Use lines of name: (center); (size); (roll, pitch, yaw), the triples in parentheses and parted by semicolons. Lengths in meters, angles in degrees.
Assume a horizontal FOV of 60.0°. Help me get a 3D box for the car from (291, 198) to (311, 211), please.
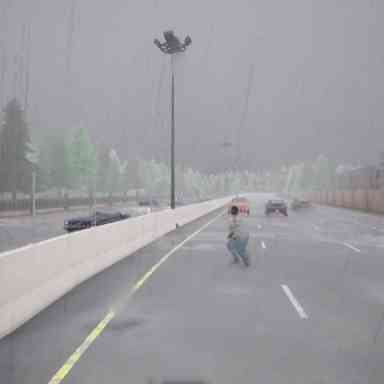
car: (13.053, 1.504, 39.984); (1.837, 1.490, 4.892); (0, 0, 10)

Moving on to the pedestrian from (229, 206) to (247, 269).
pedestrian: (1.357, 1.294, 9.838); (0.375, 1.860, 0.375); (0, 0, 7)

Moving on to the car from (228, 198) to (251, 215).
car: (4.914, 1.352, 34.211); (2.097, 1.767, 4.553); (0, 0, 10)

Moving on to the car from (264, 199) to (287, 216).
car: (8.240, 1.502, 32.852); (1.837, 1.490, 4.892); (0, -1, 10)

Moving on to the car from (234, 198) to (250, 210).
car: (6.633, 1.564, 44.085); (1.994, 1.385, 4.181); (0, 0, 10)

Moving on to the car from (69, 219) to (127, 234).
car: (-5.157, 1.601, 18.492); (1.895, 1.301, 4.718); (0, 0, 10)
